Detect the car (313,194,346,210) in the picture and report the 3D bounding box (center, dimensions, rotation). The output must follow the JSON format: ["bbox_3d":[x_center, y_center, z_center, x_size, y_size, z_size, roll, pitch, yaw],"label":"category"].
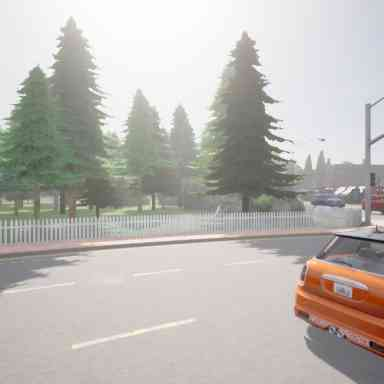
[{"bbox_3d":[17.986,1.277,44.088,2.150,2.045,5.566,0,0,-7],"label":"car"}]

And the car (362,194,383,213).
[{"bbox_3d":[19.419,1.277,33.192,2.150,2.045,5.566,0,0,-7],"label":"car"}]

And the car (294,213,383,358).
[{"bbox_3d":[3.966,1.352,5.453,4.553,1.767,2.097,0,0,-26],"label":"car"}]
